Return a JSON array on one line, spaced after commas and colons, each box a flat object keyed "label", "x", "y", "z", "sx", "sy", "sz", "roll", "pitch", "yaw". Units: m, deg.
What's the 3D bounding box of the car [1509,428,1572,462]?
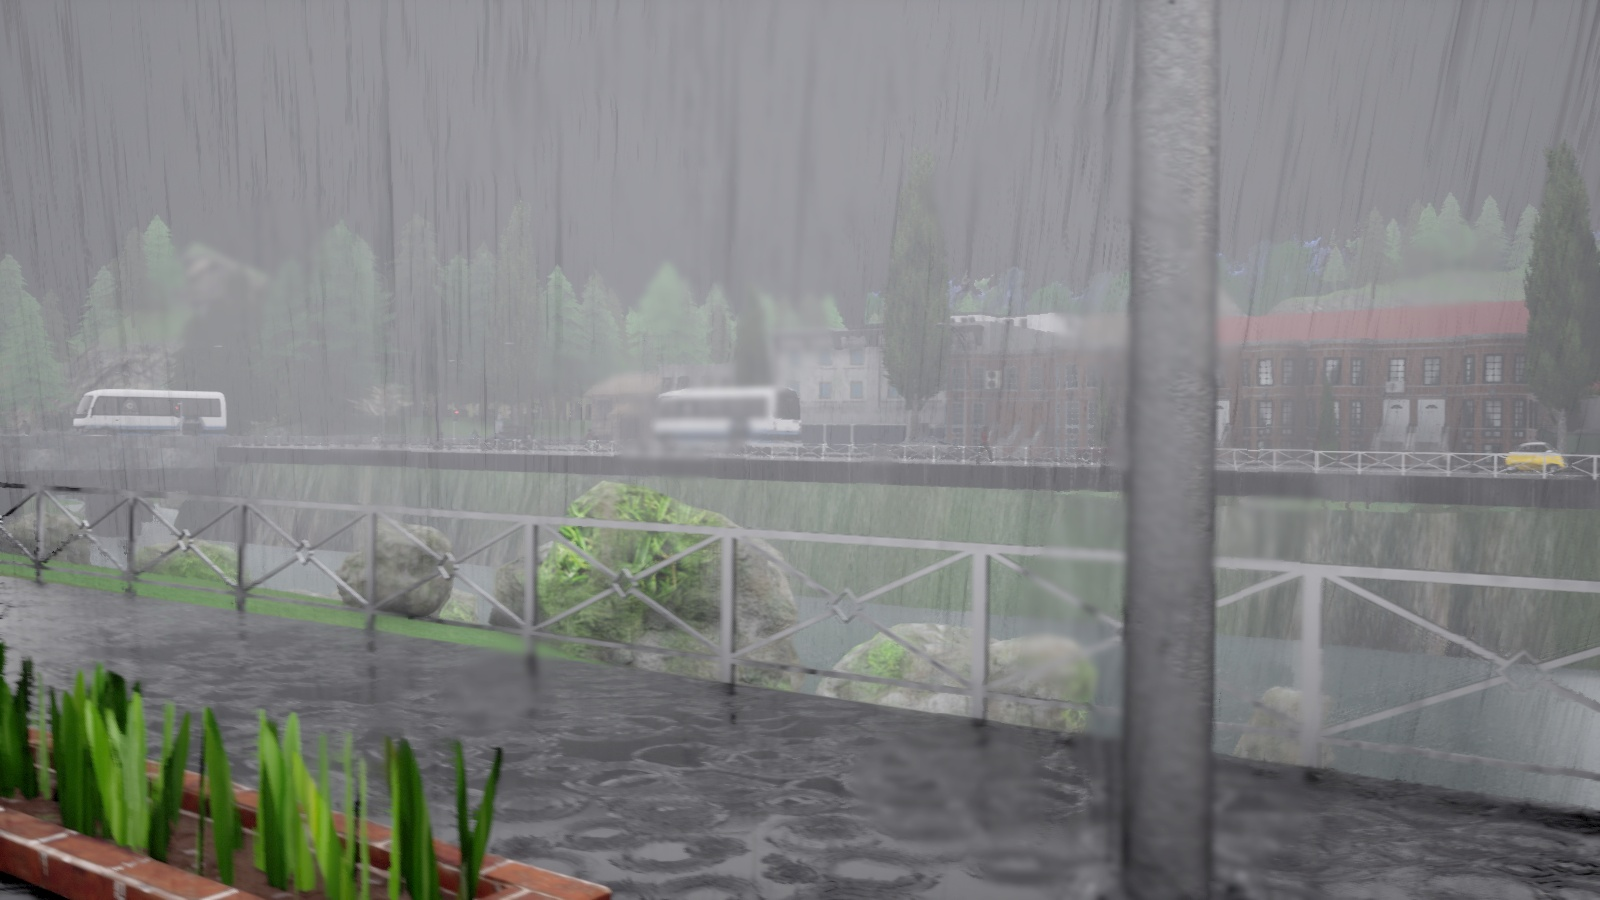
[{"label": "car", "x": 31.123, "y": -0.216, "z": 52.779, "sx": 2.207, "sy": 1.376, "sz": 1.481, "roll": 0, "pitch": 1, "yaw": 34}]

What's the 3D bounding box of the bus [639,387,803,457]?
[{"label": "bus", "x": -5.198, "y": -1.713, "z": 81.665, "sx": 10.273, "sy": 4.253, "sz": 3.944, "roll": -1, "pitch": 1, "yaw": 34}]

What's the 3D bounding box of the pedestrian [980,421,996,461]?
[{"label": "pedestrian", "x": 8.651, "y": -0.428, "z": 57.930, "sx": 0.636, "sy": 1.846, "sz": 0.331, "roll": 0, "pitch": 1, "yaw": 34}]

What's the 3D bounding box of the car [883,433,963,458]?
[{"label": "car", "x": 7.172, "y": -0.273, "z": 73.481, "sx": 4.181, "sy": 1.385, "sz": 1.994, "roll": 0, "pitch": 1, "yaw": 34}]

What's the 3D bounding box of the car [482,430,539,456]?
[{"label": "car", "x": -21.289, "y": -0.540, "z": 92.373, "sx": 3.866, "sy": 1.878, "sz": 1.905, "roll": 0, "pitch": 1, "yaw": 34}]

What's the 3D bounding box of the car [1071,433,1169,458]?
[{"label": "car", "x": 17.043, "y": -0.236, "z": 66.928, "sx": 4.718, "sy": 1.301, "sz": 1.895, "roll": 0, "pitch": 1, "yaw": 34}]
